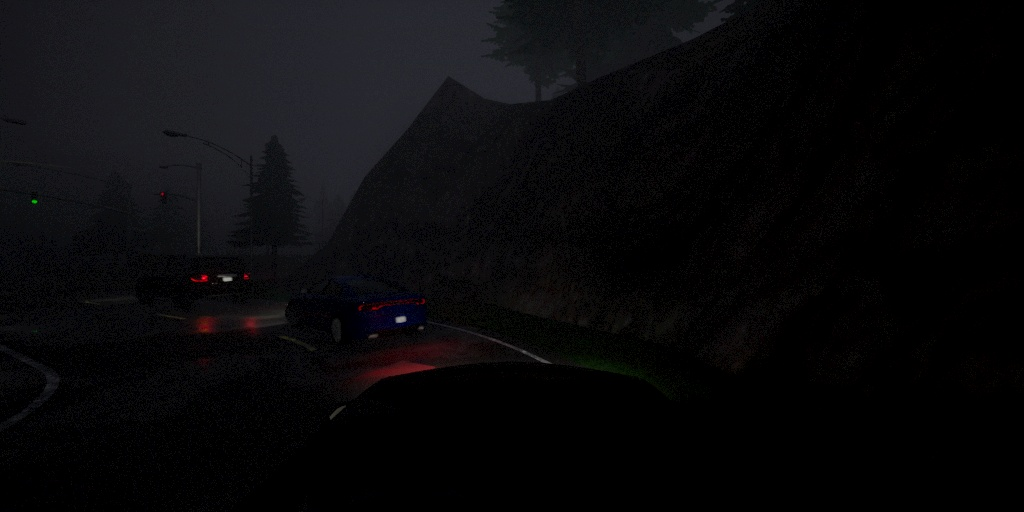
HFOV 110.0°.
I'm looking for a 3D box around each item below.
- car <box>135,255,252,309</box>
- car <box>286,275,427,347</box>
[{"bbox_3d":[-13.317,0.974,14.999,5.566,2.045,2.150,0,0,27],"label":"car"},{"bbox_3d":[-4.253,1.228,9.503,5.008,1.535,1.882,0,0,42],"label":"car"}]
